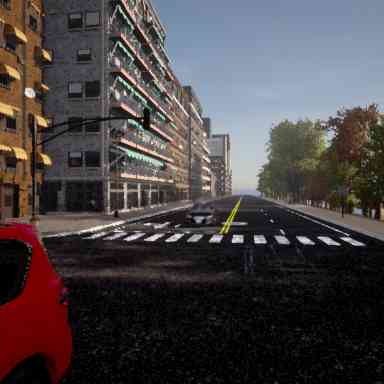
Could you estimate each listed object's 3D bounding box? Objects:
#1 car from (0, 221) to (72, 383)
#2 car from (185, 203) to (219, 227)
[{"bbox_3d":[-2.603,1.256,1.231,2.150,2.045,5.566,0,-1,9],"label":"car"},{"bbox_3d":[0.774,1.498,22.682,2.128,1.511,4.902,0,0,9],"label":"car"}]
